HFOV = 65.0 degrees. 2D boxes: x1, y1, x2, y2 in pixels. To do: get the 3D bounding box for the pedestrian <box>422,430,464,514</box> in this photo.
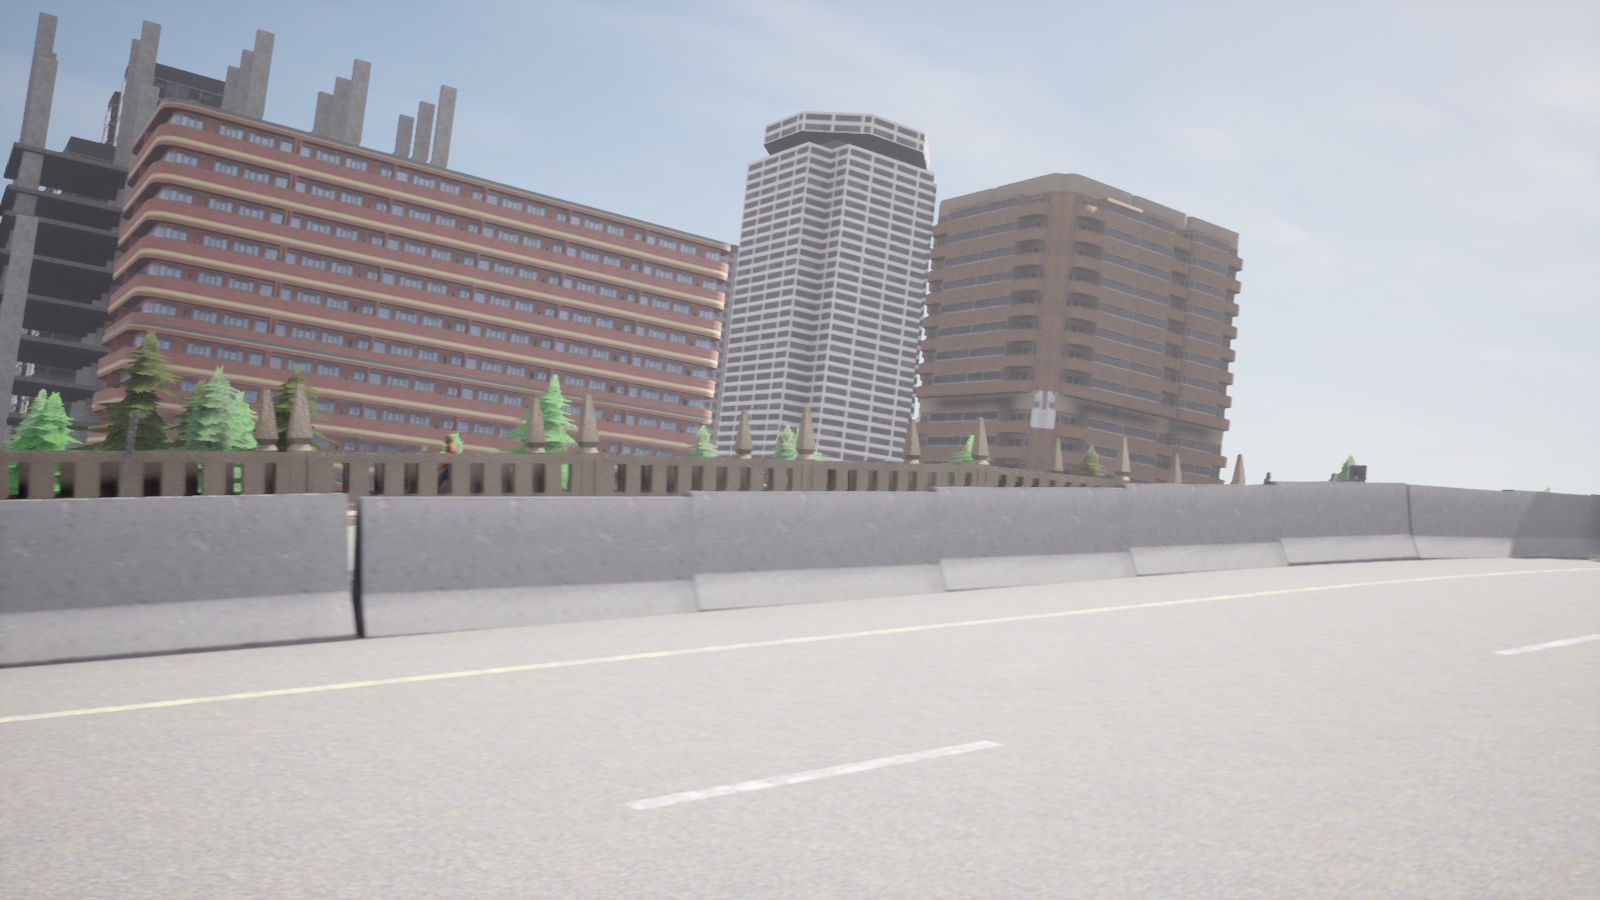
[{"bbox_3d":[-8.153,0.504,28.714,0.636,1.846,0.331,9,-5,-34],"label":"pedestrian"}]
